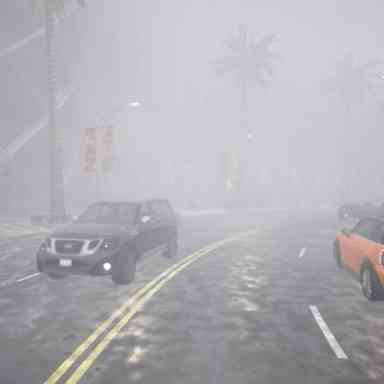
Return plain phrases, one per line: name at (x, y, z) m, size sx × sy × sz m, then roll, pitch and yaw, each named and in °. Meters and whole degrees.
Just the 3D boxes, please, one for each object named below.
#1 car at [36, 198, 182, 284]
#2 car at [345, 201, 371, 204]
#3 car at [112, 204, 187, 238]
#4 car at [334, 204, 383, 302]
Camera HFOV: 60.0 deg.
car at (-2.081, 1.221, 10.074) m, size 2.150 × 2.045 × 5.566 m, roll 0°, pitch 0°, yaw 16°
car at (13.553, 1.504, 26.621) m, size 4.892 × 1.490 × 1.837 m, roll 0°, pitch 0°, yaw -38°
car at (-2.221, 1.526, 18.842) m, size 1.812 × 1.442 × 4.674 m, roll 0°, pitch 0°, yaw 28°
car at (4.966, 1.351, 8.198) m, size 2.097 × 1.767 × 4.553 m, roll 0°, pitch 0°, yaw 13°
